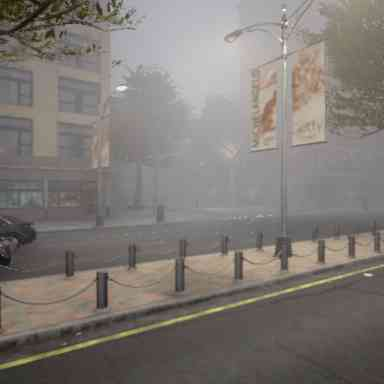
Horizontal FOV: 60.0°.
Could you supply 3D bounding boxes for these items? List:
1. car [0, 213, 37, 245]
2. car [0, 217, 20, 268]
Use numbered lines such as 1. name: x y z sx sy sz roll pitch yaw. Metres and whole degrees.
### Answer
1. car: -8.346 1.507 12.137 4.892 1.490 1.837 0 0 -35
2. car: -7.089 1.566 8.739 4.181 1.385 1.994 0 0 -35
